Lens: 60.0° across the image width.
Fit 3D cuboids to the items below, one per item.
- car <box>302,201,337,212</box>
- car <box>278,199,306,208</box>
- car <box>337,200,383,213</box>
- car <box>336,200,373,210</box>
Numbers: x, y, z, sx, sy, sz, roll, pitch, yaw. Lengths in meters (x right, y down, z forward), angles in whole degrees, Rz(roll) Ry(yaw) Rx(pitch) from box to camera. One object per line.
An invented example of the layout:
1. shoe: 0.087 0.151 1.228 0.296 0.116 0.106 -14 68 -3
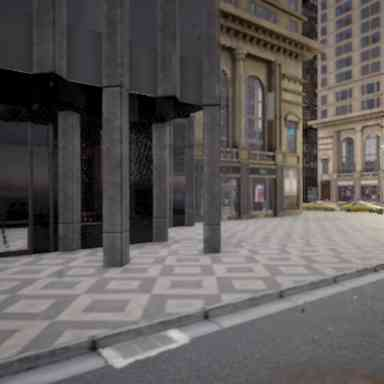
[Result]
1. car: 16.649 1.828 43.116 1.752 1.417 4.829 -1 0 -35
2. car: 17.098 1.979 57.231 1.947 1.339 4.313 -1 0 -35
3. car: 19.852 1.755 38.596 1.752 1.417 4.829 -1 0 -35
4. car: 23.503 1.837 48.191 1.947 1.339 4.313 -1 0 -35
